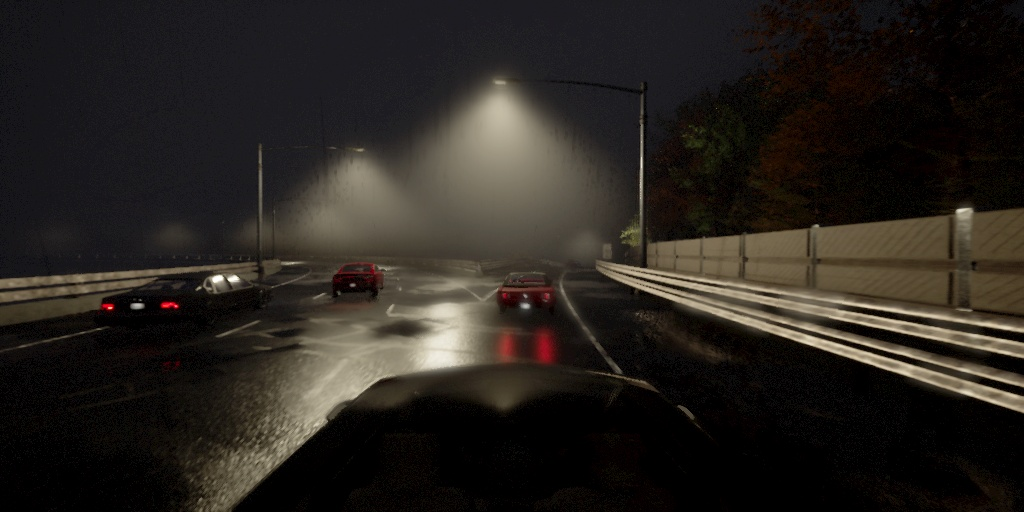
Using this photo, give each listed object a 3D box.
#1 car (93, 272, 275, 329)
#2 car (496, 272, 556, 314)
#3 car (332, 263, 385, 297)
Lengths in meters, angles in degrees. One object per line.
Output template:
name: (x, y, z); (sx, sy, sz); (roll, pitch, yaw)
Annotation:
car: (-9.250, 1.192, 10.802); (2.033, 1.411, 5.357); (0, 1, -12)
car: (0.586, 1.246, 13.242); (1.895, 1.301, 4.718); (0, 1, 4)
car: (-7.428, 1.063, 17.666); (1.882, 1.535, 5.008); (0, 0, -15)
